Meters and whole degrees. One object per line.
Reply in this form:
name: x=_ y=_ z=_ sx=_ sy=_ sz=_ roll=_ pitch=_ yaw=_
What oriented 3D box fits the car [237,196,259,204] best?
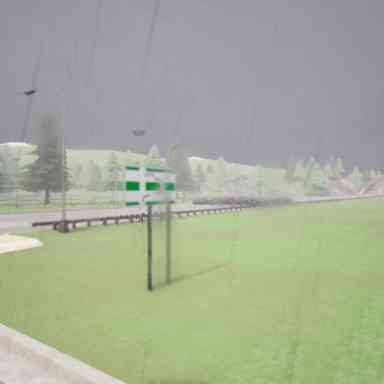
car: x=10.386 y=1.434 z=61.415 sx=2.128 sy=1.511 sz=4.902 roll=0 pitch=0 yaw=35

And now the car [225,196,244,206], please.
car: x=7.432 y=1.455 z=50.978 sx=1.837 sy=1.490 sz=4.892 roll=0 pitch=0 yaw=35

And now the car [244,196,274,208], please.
car: x=9.796 y=1.462 z=48.262 sx=1.837 sy=1.490 sz=4.892 roll=0 pitch=0 yaw=35

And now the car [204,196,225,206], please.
car: x=4.561 y=1.434 z=52.980 sx=2.128 sy=1.511 sz=4.902 roll=0 pitch=0 yaw=35

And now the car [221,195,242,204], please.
car: x=7.516 y=1.412 z=63.419 sx=1.882 sy=1.535 sz=5.008 roll=0 pitch=0 yaw=35

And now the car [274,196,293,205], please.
car: x=15.651 y=1.462 z=56.729 sx=1.837 sy=1.490 sz=4.892 roll=0 pitch=0 yaw=35

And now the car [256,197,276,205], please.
car: x=13.272 y=1.551 z=59.436 sx=1.895 sy=1.301 sz=4.718 roll=0 pitch=0 yaw=35

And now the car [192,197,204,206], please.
car: x=1.861 y=1.499 z=55.214 sx=1.994 sy=1.385 sz=4.181 roll=0 pitch=0 yaw=35
